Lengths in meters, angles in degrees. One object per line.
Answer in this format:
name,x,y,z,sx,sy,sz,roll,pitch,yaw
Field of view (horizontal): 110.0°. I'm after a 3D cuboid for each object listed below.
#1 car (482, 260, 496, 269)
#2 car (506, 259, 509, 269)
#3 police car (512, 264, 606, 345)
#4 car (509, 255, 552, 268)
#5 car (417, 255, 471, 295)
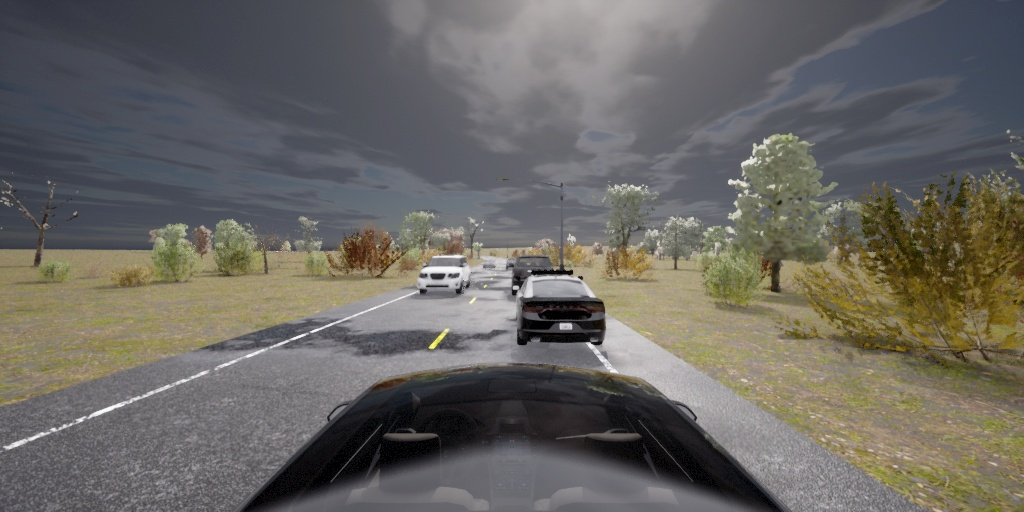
car,-3.498,1.253,55.153,1.895,1.301,4.718,0,0,0
car,0.074,1.208,52.232,2.033,1.411,5.357,0,0,1
police car,1.053,1.170,9.592,1.930,1.638,5.238,0,0,0
car,1.056,0.957,19.512,2.150,2.045,5.566,0,0,0
car,-3.594,0.954,19.996,2.150,2.045,5.566,0,0,0
